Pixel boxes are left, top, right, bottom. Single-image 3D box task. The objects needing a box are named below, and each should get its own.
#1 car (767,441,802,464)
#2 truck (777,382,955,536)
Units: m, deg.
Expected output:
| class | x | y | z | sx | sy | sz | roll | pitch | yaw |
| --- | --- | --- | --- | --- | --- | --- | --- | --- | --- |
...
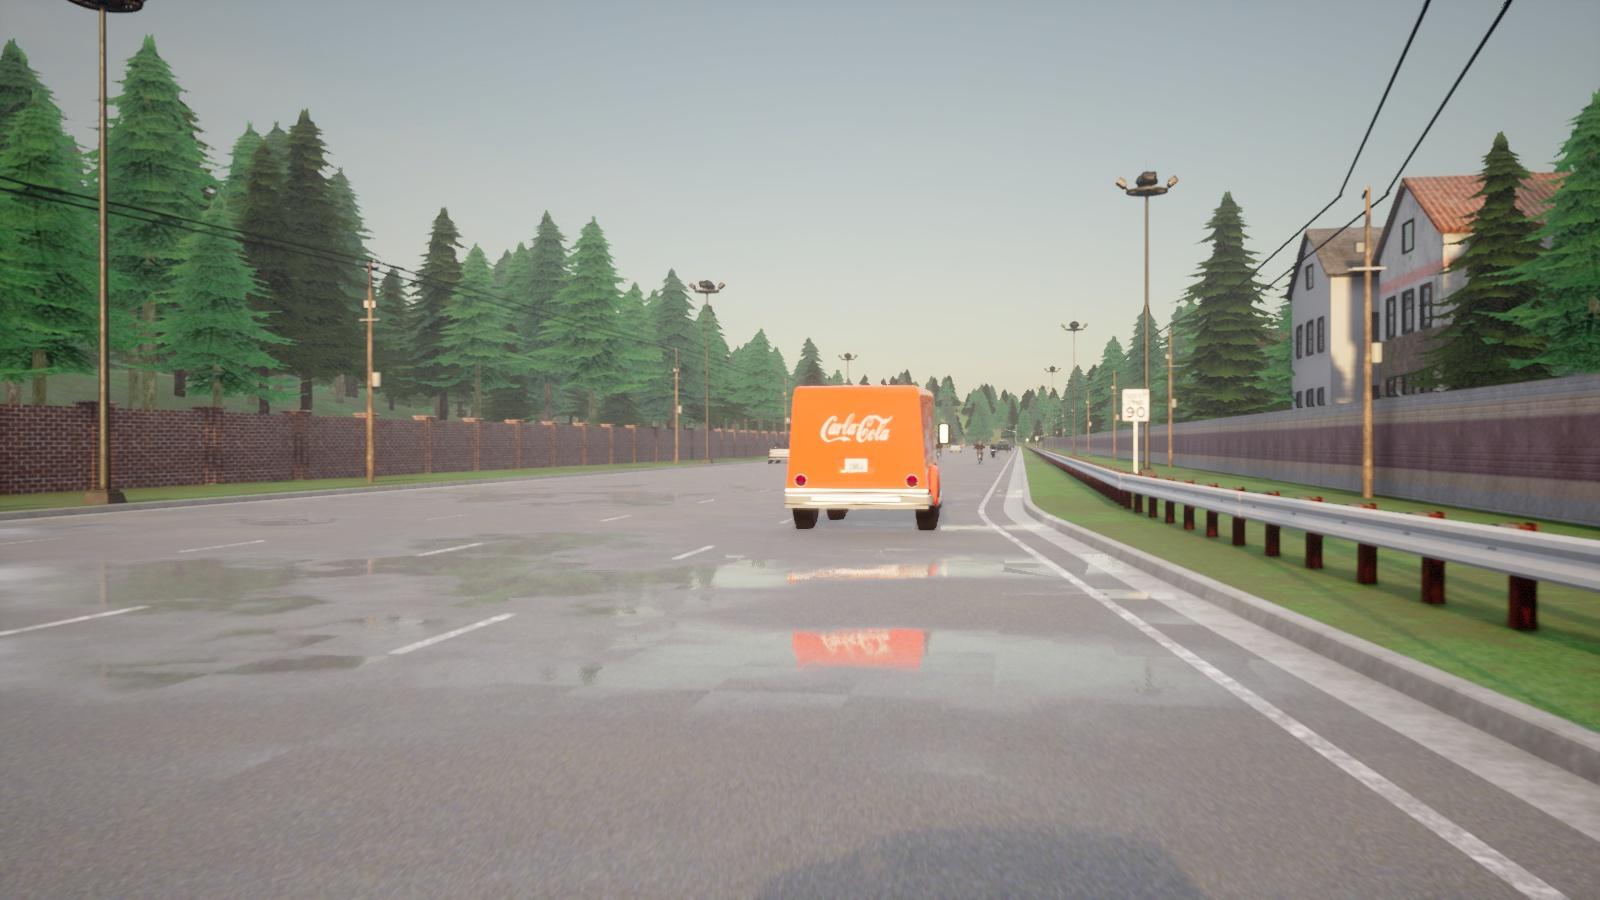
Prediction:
| class | x | y | z | sx | sy | sz | roll | pitch | yaw |
| --- | --- | --- | --- | --- | --- | --- | --- | --- | --- |
| car | -1.077 | 0.136 | 90.067 | 1.851 | 1.617 | 3.988 | 0 | 0 | 10 |
| truck | 1.368 | 0.132 | 22.957 | 2.627 | 2.467 | 5.204 | 0 | 0 | 10 |
